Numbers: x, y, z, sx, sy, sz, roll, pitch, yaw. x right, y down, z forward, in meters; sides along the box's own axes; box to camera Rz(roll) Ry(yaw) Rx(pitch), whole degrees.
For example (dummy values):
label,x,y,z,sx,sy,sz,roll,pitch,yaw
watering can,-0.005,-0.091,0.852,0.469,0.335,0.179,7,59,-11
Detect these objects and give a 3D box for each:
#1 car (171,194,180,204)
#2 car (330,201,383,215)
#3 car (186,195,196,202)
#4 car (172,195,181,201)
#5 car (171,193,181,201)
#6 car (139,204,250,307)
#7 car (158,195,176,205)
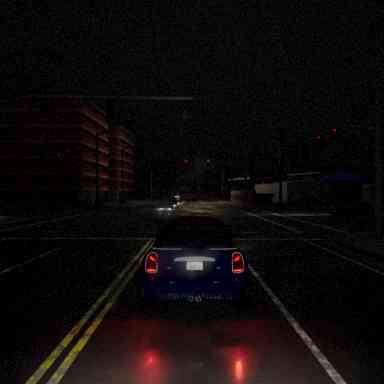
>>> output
label,x,y,z,sx,sy,sz,roll,pitch,yaw
car,-3.709,1.548,60.544,2.033,1.411,5.357,0,0,0
car,16.391,1.601,33.204,4.718,1.301,1.895,0,0,0
car,-0.153,1.501,73.596,1.837,1.490,4.892,0,0,0
car,-3.689,1.540,81.765,2.033,1.411,5.357,0,0,0
car,-3.663,1.225,70.870,2.150,2.045,5.566,0,0,0
car,0.056,1.352,8.117,2.097,1.767,4.553,0,0,0
car,-3.703,1.547,46.820,2.033,1.411,5.357,0,0,0
